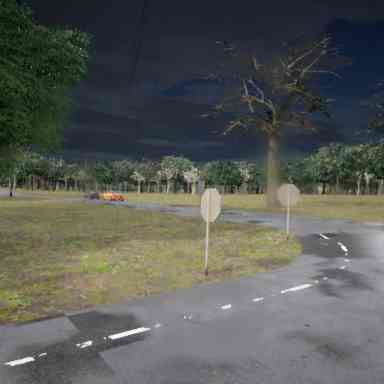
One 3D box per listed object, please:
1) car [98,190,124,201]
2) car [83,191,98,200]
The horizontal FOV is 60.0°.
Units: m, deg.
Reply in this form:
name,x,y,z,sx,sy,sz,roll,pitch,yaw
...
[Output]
name,x,y,z,sx,sy,sz,roll,pitch,yaw
car,-12.414,0.530,52.080,2.097,1.767,4.553,2,-1,-35
car,-18.181,0.636,60.071,1.837,1.490,4.892,2,-1,-36
